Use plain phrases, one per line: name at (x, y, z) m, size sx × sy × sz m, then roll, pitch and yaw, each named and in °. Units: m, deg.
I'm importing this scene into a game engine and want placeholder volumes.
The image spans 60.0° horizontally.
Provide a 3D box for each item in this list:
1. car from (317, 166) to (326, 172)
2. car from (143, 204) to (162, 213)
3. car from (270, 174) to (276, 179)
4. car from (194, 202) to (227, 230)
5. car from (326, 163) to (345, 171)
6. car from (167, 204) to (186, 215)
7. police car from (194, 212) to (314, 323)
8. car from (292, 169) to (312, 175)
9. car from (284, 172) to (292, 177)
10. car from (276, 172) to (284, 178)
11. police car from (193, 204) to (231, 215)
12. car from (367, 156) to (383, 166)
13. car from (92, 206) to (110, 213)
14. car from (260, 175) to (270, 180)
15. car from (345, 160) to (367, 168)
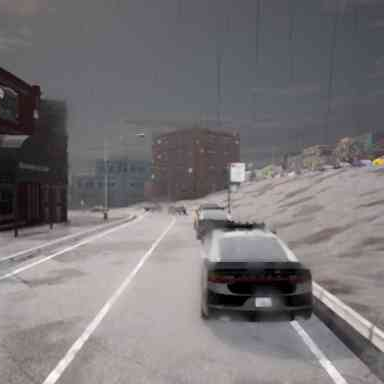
car at (22.003, -3.575, 54.223) m, size 2.231 × 1.521 × 4.892 m, roll 0°, pitch 0°, yaw -1°
car at (-6.862, 2.791, 57.883) m, size 1.837 × 1.490 × 4.892 m, roll 0°, pitch -2°, yaw -31°
car at (21.540, -3.758, 81.850) m, size 2.185 × 1.767 × 4.553 m, roll 0°, pitch 0°, yaw -1°
car at (1.179, 1.604, 23.507) m, size 2.097 × 1.767 × 4.553 m, roll 0°, pitch -1°, yaw 0°
car at (22.105, -3.550, 48.704) m, size 2.231 × 1.521 × 4.892 m, roll 0°, pitch 0°, yaw -1°
car at (-2.062, 2.307, 45.272) m, size 1.812 × 1.442 × 4.674 m, roll 0°, pitch -2°, yaw -16°
police car at (1.100, 1.494, 7.637) m, size 1.930 × 1.638 × 5.238 m, roll 0°, pitch -1°, yaw 0°
car at (21.820, -3.728, 65.162) m, size 2.185 × 1.767 × 4.553 m, roll 0°, pitch 0°, yaw -1°
car at (21.728, -3.573, 70.655) m, size 2.002 × 1.452 × 4.674 m, roll 0°, pitch 0°, yaw -1°
car at (21.632, -3.751, 76.331) m, size 2.185 × 1.767 × 4.553 m, roll 0°, pitch 0°, yaw -1°
police car at (1.151, 1.595, 17.641) m, size 1.930 × 1.638 × 5.238 m, roll 0°, pitch -1°, yaw 0°
car at (22.635, -3.458, 37.621) m, size 2.097 × 1.535 × 5.008 m, roll 0°, pitch 1°, yaw -3°
car at (-18.777, 3.583, 68.355) m, size 1.882 × 1.535 × 5.008 m, roll 0°, pitch -3°, yaw -43°
car at (21.355, -3.635, 92.866) m, size 2.231 × 1.521 × 4.892 m, roll 0°, pitch 0°, yaw -1°
car at (22.310, -3.466, 43.160) m, size 2.002 × 1.452 × 4.674 m, roll 0°, pitch 0°, yaw -2°
